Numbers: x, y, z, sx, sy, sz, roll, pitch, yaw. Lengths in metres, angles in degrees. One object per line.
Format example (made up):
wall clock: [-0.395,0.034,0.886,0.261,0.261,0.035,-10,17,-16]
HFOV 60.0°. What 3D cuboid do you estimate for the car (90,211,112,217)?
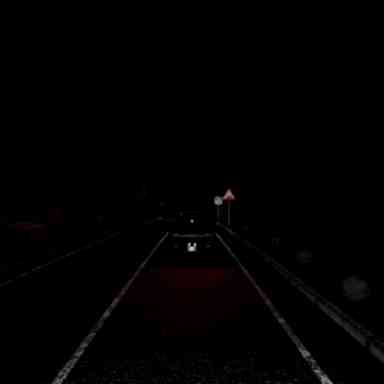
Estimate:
car: [-21.857,5.339,79.969,4.674,1.452,2.002,0,-4,0]

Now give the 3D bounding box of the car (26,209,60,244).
car: [-9.481,1.753,16.124,5.008,1.535,2.097,0,-2,-1]

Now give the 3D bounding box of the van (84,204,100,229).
van: [-9.659,1.867,25.235,4.442,1.987,1.878,0,-2,0]

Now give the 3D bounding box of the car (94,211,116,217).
car: [-21.842,5.508,83.241,4.892,1.521,2.231,0,-4,0]

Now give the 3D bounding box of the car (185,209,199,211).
car: [0.011,2.274,29.345,1.882,1.535,5.008,0,-2,1]

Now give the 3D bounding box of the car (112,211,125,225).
car: [-9.388,2.352,31.176,5.366,1.575,1.946,0,-3,0]

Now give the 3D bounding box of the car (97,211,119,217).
car: [-21.841,5.714,86.508,5.008,1.535,2.097,0,-4,0]

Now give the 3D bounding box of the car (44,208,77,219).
car: [-21.980,3.632,55.693,4.553,1.767,2.185,0,-4,0]

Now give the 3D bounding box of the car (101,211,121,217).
car: [-21.822,5.954,89.648,4.674,1.452,2.002,0,-4,0]

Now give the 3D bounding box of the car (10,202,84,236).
car: [-9.533,1.600,19.049,5.566,2.045,2.435,0,-2,0]

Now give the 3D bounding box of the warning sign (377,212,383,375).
warning sign: [2.844,1.156,3.388,1.300,1.860,1.060,0,-1,0]

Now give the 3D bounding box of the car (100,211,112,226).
car: [-9.589,2.095,28.266,4.553,1.767,2.185,0,-3,0]

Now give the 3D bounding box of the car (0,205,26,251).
car: [-9.478,1.527,13.094,4.553,1.767,2.185,0,-2,-1]

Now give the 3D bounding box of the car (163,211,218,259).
car: [0.009,1.736,13.554,2.128,1.511,4.902,0,-1,0]
